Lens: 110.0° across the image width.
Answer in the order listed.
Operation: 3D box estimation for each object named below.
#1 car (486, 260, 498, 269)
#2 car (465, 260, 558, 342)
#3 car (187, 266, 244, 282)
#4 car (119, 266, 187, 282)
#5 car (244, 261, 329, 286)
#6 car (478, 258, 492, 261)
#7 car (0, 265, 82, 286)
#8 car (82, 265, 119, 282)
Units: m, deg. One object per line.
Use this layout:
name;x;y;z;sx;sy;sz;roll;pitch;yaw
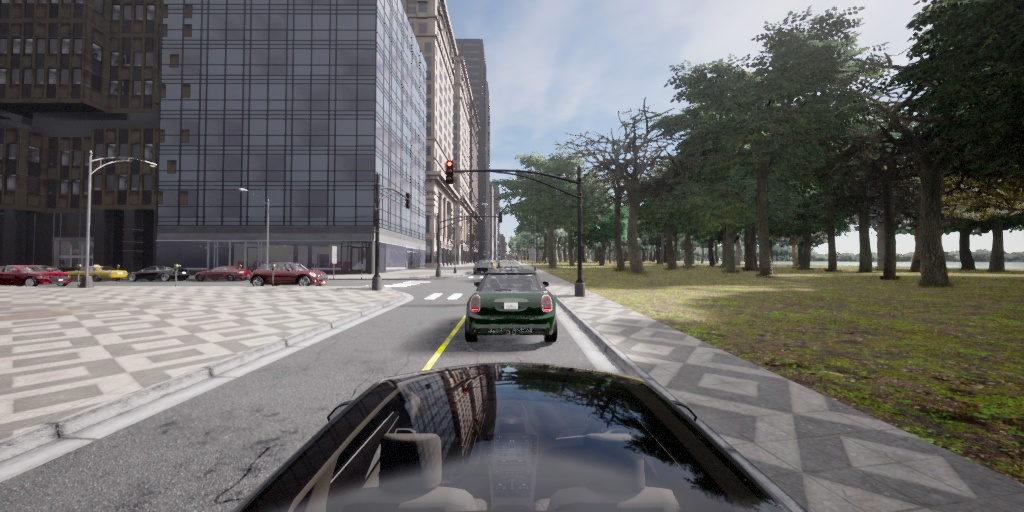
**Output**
car;-3.260;1.426;59.386;1.812;1.442;4.674;0;0;0
car;-0.012;1.108;9.927;2.097;1.767;4.553;0;0;0
car;-24.582;1.493;30.602;4.207;1.307;1.802;0;0;0
car;-30.069;1.480;30.577;4.313;1.339;1.948;0;0;0
car;-13.604;1.120;22.130;4.097;1.591;1.967;0;0;-1
car;-3.228;1.180;41.200;2.097;1.767;4.553;0;0;0
car;-30.035;1.235;22.055;4.507;1.381;1.888;0;0;0
car;-35.726;1.443;30.551;4.829;1.417;1.751;0;0;0
